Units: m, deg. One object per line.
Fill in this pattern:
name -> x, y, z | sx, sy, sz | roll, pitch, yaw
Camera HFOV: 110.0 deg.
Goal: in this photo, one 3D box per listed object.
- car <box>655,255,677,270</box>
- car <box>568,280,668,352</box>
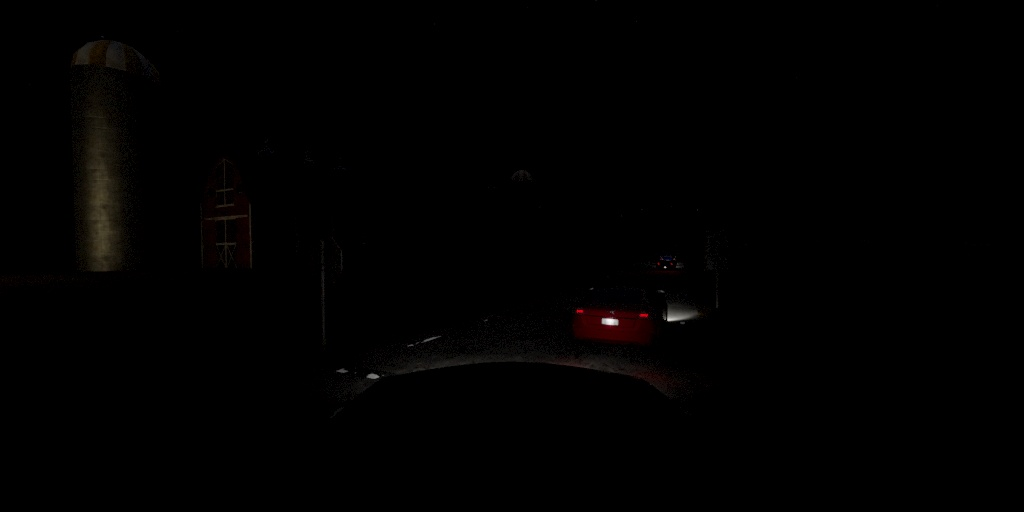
car -> 16.371, 0.787, 38.094 | 1.895, 1.301, 4.718 | 0, 1, 25
car -> 2.847, 1.306, 9.141 | 1.994, 1.385, 4.181 | 0, 0, 25
